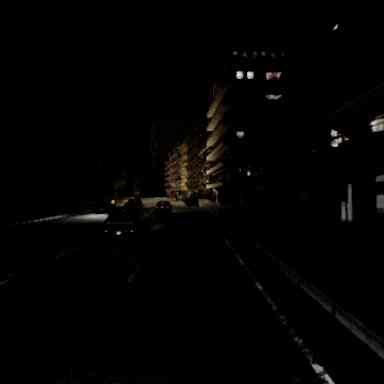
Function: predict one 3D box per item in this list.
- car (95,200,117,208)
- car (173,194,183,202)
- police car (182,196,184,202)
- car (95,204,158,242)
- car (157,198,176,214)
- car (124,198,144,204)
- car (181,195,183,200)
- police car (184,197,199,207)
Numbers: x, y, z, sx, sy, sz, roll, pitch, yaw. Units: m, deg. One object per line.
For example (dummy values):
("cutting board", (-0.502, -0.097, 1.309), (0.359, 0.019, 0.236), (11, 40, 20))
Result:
("car", (-10.023, 1.693, 39.073), (2.128, 1.511, 4.902), (0, 0, -1))
("car", (-3.374, 1.605, 91.174), (2.150, 2.045, 5.566), (0, 0, -6))
("police car", (-0.418, 1.783, 66.884), (1.930, 1.638, 5.238), (0, 0, -4))
("car", (-3.167, 1.576, 16.802), (2.128, 1.511, 4.902), (0, 0, 0))
("car", (-3.341, 1.749, 39.092), (2.033, 1.411, 5.357), (0, 0, -1))
("car", (-6.771, 1.552, 38.988), (2.097, 1.767, 4.553), (0, 0, -1))
("car", (-0.827, 1.897, 72.812), (1.837, 1.490, 4.892), (0, 0, -4))
("police car", (0.157, 1.726, 56.813), (1.930, 1.638, 5.238), (0, 0, -3))
